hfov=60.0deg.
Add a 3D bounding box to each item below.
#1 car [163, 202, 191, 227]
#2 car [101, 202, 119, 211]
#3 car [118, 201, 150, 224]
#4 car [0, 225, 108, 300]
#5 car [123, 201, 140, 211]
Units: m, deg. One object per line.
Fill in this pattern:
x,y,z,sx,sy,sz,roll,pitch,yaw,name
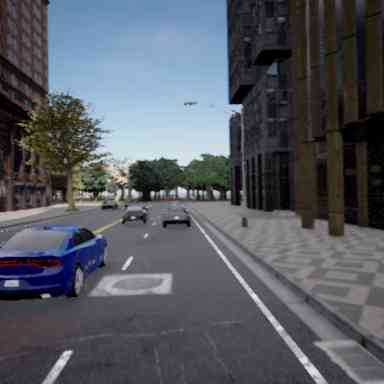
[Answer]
-1.132,1.719,24.387,1.994,1.385,4.181,-1,0,-3,car
-12.440,2.118,50.618,1.895,1.301,4.718,-1,0,-3,car
-4.522,1.765,27.178,1.812,1.442,4.674,-1,0,-3,car
-3.537,1.597,8.773,1.882,1.535,5.008,-1,0,-3,car
-9.186,2.052,50.568,1.895,1.301,4.718,-1,0,-3,car
